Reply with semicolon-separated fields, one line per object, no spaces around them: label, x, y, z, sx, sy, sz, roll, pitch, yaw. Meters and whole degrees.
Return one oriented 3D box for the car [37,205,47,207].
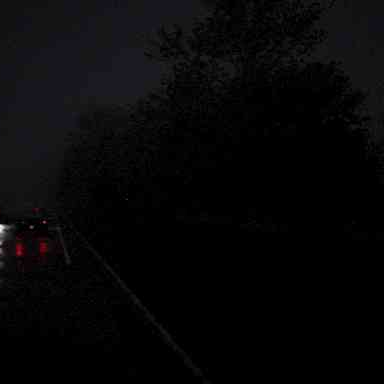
car;-20.912;2.555;46.347;1.812;1.442;4.674;2;-2;-23

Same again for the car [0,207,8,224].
car;-18.001;2.079;30.234;1.837;1.490;4.892;2;-2;-23

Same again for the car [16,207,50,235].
car;-10.718;2.020;22.499;1.812;1.442;4.674;2;-2;-23
